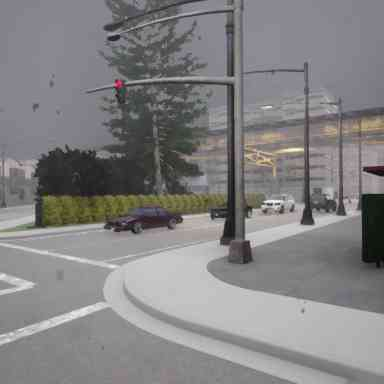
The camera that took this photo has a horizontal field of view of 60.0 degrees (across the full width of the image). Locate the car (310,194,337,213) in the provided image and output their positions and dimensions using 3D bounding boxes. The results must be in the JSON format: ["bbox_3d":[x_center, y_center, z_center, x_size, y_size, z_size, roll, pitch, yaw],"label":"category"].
[{"bbox_3d":[14.936,1.246,38.089,2.150,2.045,5.566,-1,0,35],"label":"car"}]

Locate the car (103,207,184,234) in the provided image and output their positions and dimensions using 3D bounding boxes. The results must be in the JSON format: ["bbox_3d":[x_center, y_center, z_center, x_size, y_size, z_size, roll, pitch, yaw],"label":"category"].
[{"bbox_3d":[-2.697,1.601,20.031,2.033,1.411,5.357,-1,0,36],"label":"car"}]

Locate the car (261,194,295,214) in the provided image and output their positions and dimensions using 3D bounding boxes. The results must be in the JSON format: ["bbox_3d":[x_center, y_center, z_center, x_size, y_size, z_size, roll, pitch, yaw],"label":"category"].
[{"bbox_3d":[9.729,1.280,37.140,2.150,2.045,5.566,-1,0,36],"label":"car"}]

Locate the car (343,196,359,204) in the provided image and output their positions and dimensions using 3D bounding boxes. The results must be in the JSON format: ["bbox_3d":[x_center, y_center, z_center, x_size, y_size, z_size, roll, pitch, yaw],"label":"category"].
[{"bbox_3d":[31.946,1.520,67.954,4.974,1.542,2.038,0,0,-29],"label":"car"}]

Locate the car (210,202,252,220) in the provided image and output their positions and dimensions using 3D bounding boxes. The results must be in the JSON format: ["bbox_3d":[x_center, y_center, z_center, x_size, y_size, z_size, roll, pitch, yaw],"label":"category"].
[{"bbox_3d":[3.425,1.534,28.477,1.882,1.535,5.008,-1,0,36],"label":"car"}]

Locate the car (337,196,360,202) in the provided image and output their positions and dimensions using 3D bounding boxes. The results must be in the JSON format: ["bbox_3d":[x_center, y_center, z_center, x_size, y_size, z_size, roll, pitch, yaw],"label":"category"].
[{"bbox_3d":[31.989,1.363,67.981,4.536,1.218,1.853,0,0,-29],"label":"car"}]
